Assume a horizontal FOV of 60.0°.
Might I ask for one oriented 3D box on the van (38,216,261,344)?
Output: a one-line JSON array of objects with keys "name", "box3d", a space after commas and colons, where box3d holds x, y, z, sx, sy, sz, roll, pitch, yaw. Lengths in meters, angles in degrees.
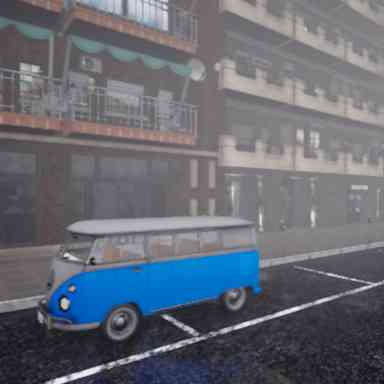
[{"name": "van", "box3d": [-0.537, 1.373, 6.177, 3.998, 1.788, 1.690, 1, -1, -35]}]
